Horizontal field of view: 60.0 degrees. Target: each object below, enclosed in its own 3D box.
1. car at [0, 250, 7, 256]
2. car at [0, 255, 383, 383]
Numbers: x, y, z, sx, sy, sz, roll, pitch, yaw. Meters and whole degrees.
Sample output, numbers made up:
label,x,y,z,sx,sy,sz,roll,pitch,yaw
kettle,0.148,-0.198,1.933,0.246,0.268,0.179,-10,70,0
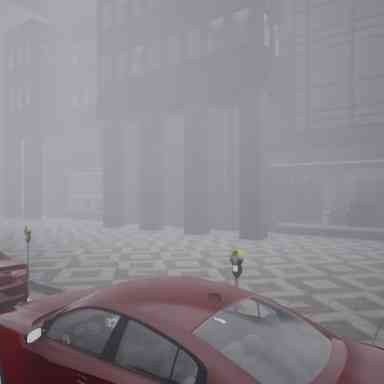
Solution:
label,x,y,z,sx,sy,sz,roll,pitch,yaw
car,-5.002,1.545,6.540,4.507,1.381,1.887,0,0,36
car,-0.418,1.545,3.262,4.507,1.381,1.887,0,0,36
